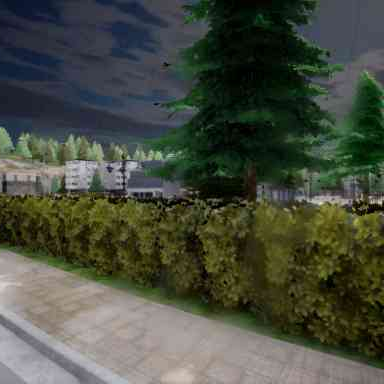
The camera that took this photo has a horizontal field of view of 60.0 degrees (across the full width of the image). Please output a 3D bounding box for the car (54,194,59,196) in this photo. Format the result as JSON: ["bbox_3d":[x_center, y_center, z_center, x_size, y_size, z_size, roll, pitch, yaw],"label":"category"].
[{"bbox_3d":[-33.228,1.232,83.685,1.970,1.475,3.806,0,0,43],"label":"car"}]

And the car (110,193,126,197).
[{"bbox_3d":[-10.566,1.384,52.768,1.970,1.475,3.806,0,0,43],"label":"car"}]

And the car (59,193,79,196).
[{"bbox_3d":[-28.351,1.154,79.501,2.152,1.636,5.027,0,0,43],"label":"car"}]

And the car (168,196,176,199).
[{"bbox_3d":[-3.296,1.374,56.098,1.845,1.501,3.633,0,0,43],"label":"car"}]

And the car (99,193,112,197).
[{"bbox_3d":[-16.680,1.097,68.992,1.932,1.855,4.605,0,0,43],"label":"car"}]

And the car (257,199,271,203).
[{"bbox_3d":[9.641,1.352,44.229,2.097,1.767,4.553,0,0,43],"label":"car"}]
